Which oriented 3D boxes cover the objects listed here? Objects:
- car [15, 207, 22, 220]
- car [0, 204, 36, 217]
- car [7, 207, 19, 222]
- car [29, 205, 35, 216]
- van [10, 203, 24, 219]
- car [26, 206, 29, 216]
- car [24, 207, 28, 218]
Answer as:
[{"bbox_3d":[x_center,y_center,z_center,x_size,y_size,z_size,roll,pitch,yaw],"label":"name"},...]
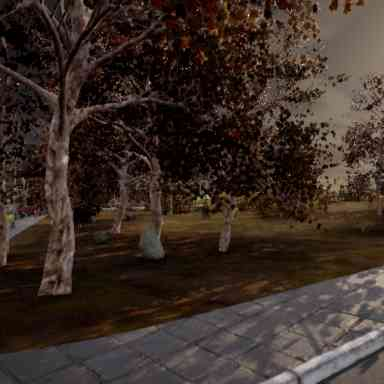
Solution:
[{"bbox_3d":[-23.788,2.862,40.061,4.892,1.521,2.231,4,-4,-40],"label":"car"},{"bbox_3d":[-29.865,3.105,56.634,5.566,2.045,2.435,4,-3,-40],"label":"car"},{"bbox_3d":[-22.908,2.768,37.179,5.366,1.575,1.946,4,-3,-40],"label":"car"},{"bbox_3d":[-28.824,3.306,53.901,4.792,1.488,2.163,4,-4,-40],"label":"car"},{"bbox_3d":[-24.700,2.724,42.915,4.442,1.987,1.878,4,-4,-40],"label":"van"},{"bbox_3d":[-26.835,2.980,48.340,4.553,1.767,2.185,5,-4,-40],"label":"car"},{"bbox_3d":[-25.784,3.056,45.609,4.792,1.488,2.163,4,-4,-40],"label":"car"}]
